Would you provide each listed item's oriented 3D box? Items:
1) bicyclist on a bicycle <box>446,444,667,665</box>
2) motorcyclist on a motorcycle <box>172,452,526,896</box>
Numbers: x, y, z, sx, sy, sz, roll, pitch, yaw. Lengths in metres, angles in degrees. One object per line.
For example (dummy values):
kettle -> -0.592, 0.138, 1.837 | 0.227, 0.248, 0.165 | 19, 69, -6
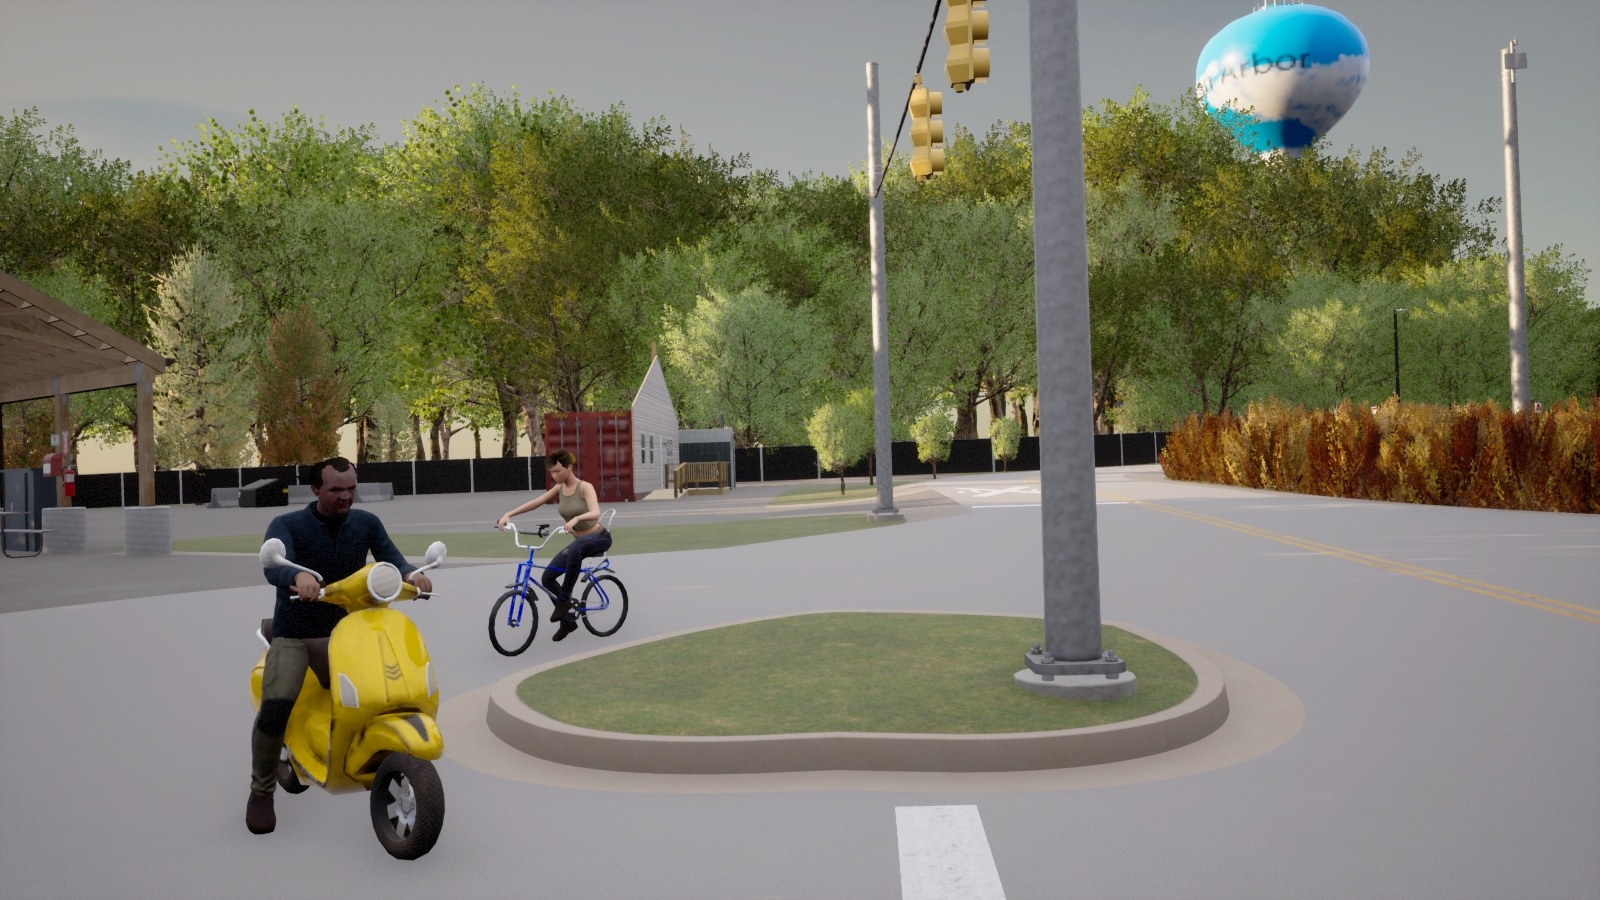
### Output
bicyclist on a bicycle -> -1.978, 0.794, 10.331 | 0.866, 1.612, 1.509 | -1, 2, 39
motorcyclist on a motorcycle -> -2.026, 0.809, 5.480 | 0.866, 1.590, 1.817 | 0, 0, -40
